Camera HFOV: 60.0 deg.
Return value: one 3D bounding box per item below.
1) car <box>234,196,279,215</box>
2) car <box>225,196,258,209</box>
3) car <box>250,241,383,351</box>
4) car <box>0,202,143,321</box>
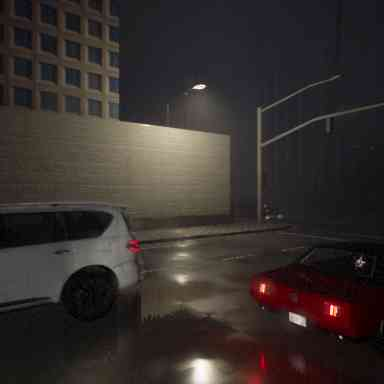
[{"bbox_3d":[6.800,1.407,34.659,2.097,1.767,4.553,0,0,-35],"label":"car"},{"bbox_3d":[6.939,1.407,46.931,2.097,1.767,4.553,0,0,-36],"label":"car"},{"bbox_3d":[3.389,1.601,6.200,4.718,1.301,1.895,0,0,-35],"label":"car"},{"bbox_3d":[-3.578,1.221,5.740,5.566,2.045,2.150,0,0,-35],"label":"car"}]
